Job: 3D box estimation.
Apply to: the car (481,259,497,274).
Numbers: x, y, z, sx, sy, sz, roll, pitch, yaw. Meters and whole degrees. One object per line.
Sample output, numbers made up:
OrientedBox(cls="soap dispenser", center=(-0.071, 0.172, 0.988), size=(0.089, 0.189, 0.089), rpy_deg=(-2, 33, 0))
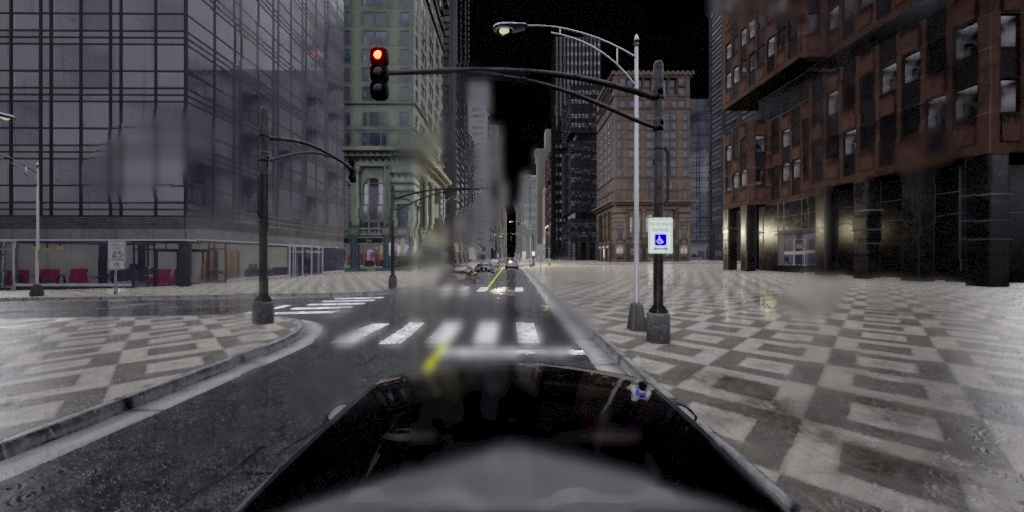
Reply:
OrientedBox(cls="car", center=(-3.109, 1.318, 41.446), size=(1.994, 1.385, 4.181), rpy_deg=(0, 0, 0))

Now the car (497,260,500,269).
OrientedBox(cls="car", center=(-3.023, 1.265, 58.589), size=(2.128, 1.511, 4.902), rpy_deg=(0, 0, 0))

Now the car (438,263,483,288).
OrientedBox(cls="car", center=(-3.472, 1.313, 23.793), size=(1.994, 1.385, 4.181), rpy_deg=(0, 0, 5))

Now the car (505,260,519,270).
OrientedBox(cls="car", center=(-0.020, 1.325, 53.416), size=(1.994, 1.385, 4.181), rpy_deg=(0, 0, 0))
